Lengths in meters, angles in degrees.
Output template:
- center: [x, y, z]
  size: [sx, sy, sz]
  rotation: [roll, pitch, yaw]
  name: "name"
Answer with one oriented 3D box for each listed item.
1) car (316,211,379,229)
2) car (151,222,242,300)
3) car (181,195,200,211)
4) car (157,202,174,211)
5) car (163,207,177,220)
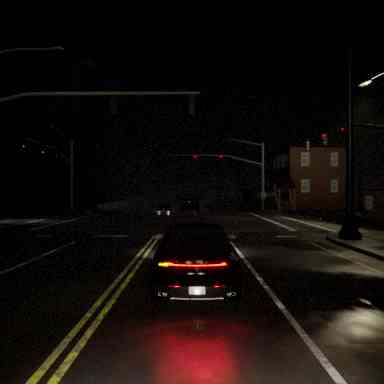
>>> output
- center: [13.383, 2.301, 28.853]
  size: [4.718, 1.301, 1.895]
  rotation: [8, 0, 1]
  name: "car"
- center: [0.087, 1.505, 8.336]
  size: [1.837, 1.490, 4.892]
  rotation: [0, 0, 0]
  name: "car"
- center: [-0.190, 1.541, 43.364]
  size: [2.150, 2.045, 5.566]
  rotation: [0, -5, 3]
  name: "car"
- center: [-3.668, 2.056, 45.633]
  size: [2.033, 1.411, 5.357]
  rotation: [0, -4, 0]
  name: "car"
- center: [-3.681, 3.615, 55.736]
  size: [2.033, 1.411, 5.357]
  rotation: [0, -12, 0]
  name: "car"
